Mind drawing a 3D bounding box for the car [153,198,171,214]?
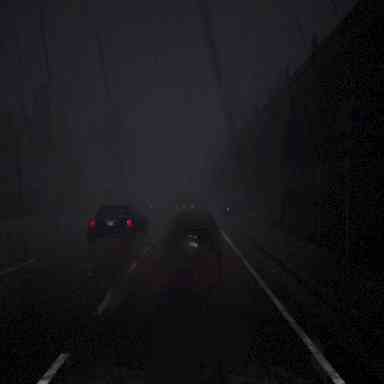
[{"bbox_3d":[-2.444,1.626,35.394,1.895,1.301,4.718,0,0,30],"label":"car"}]

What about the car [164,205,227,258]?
[{"bbox_3d":[0.061,1.486,12.772,1.882,1.535,5.008,0,0,0],"label":"car"}]

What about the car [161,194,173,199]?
[{"bbox_3d":[-2.422,1.252,41.654,2.150,2.045,5.566,0,0,38],"label":"car"}]

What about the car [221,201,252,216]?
[{"bbox_3d":[4.403,1.584,32.802,1.994,1.385,4.181,0,0,31],"label":"car"}]

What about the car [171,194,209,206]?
[{"bbox_3d":[0.175,1.374,32.312,2.097,1.767,4.553,0,0,25],"label":"car"}]

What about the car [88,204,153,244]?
[{"bbox_3d":[-3.397,1.364,16.156,2.097,1.767,4.553,0,0,1],"label":"car"}]
